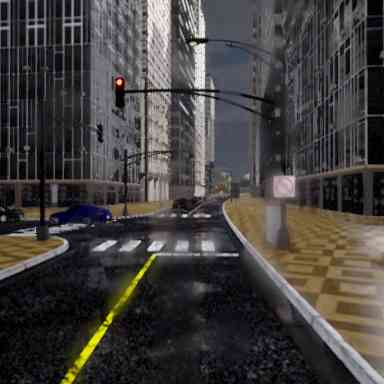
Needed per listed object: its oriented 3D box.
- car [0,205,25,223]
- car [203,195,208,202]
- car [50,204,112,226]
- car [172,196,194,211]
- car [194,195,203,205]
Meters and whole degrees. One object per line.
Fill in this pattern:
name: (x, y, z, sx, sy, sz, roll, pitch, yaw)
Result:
car: (-16.490, 1.837, 28.242, 4.403, 1.369, 2.008, -1, 1, 10)
car: (2.397, 1.398, 71.895, 1.994, 1.385, 4.181, 0, 0, 8)
car: (-7.983, 1.632, 23.877, 4.674, 1.442, 1.812, -1, -1, 21)
car: (-1.277, 1.422, 40.872, 1.882, 1.535, 5.008, 0, 0, 5)
car: (0.317, 1.414, 56.580, 1.837, 1.490, 4.892, 0, 0, 7)
